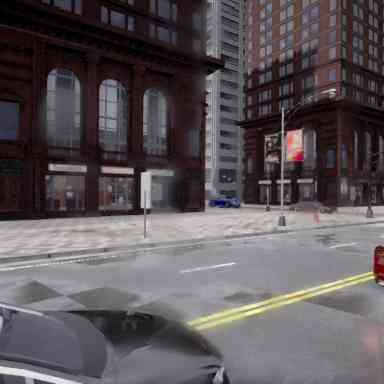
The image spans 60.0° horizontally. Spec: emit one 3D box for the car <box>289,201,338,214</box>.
[{"bbox_3d":[13.421,1.726,37.136,2.033,1.411,5.357,1,-1,-35],"label":"car"}]

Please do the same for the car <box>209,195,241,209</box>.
[{"bbox_3d":[4.796,1.469,49.282,2.150,2.045,5.566,1,-1,-35],"label":"car"}]

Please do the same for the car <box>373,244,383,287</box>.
[{"bbox_3d":[6.285,1.489,7.913,5.008,1.535,1.882,0,0,-35],"label":"car"}]

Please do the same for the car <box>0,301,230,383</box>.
[{"bbox_3d":[-1.888,1.492,2.097,4.902,1.511,2.128,0,0,-35],"label":"car"}]
